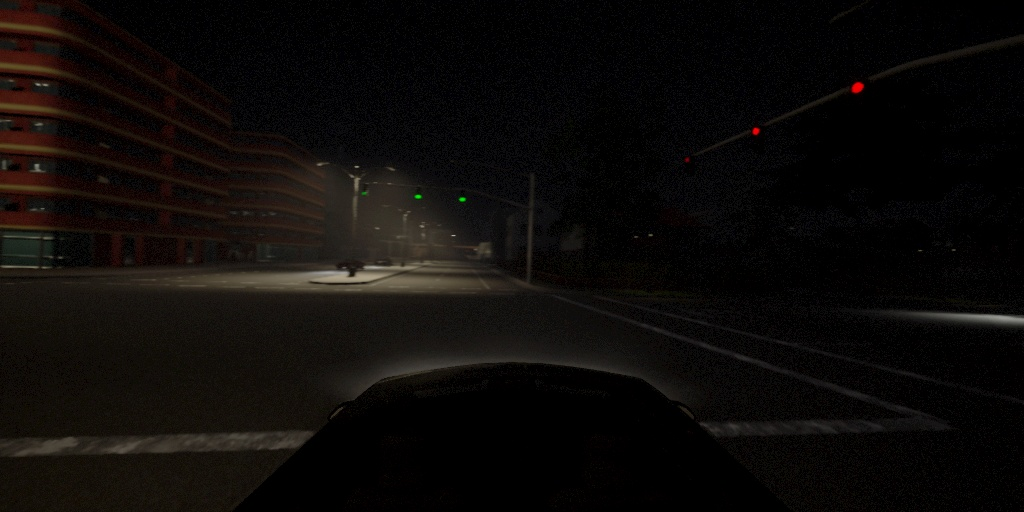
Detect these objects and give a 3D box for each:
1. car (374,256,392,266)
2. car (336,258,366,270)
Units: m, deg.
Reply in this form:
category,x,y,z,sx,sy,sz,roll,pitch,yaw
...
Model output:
category,x,y,z,sx,sy,sz,roll,pitch,yaw
car,-19.358,0.745,54.111,2.128,1.511,4.902,2,0,-7
car,-17.146,0.864,38.259,1.895,1.301,4.718,2,0,-8
